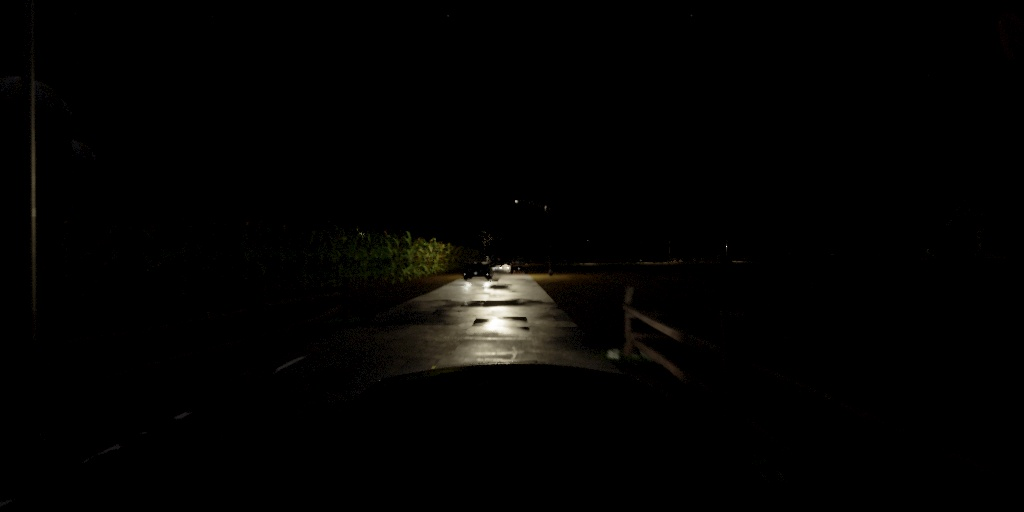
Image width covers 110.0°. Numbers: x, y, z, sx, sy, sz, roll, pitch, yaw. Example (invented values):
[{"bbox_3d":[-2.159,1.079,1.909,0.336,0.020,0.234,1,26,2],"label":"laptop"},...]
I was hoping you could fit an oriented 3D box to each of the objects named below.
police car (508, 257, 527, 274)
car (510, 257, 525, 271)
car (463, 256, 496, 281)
[{"bbox_3d":[0.816,1.276,44.015,1.930,1.638,5.238,0,0,0],"label":"police car"},{"bbox_3d":[0.814,1.129,53.938,2.150,2.045,5.566,0,0,0],"label":"car"},{"bbox_3d":[-2.852,1.019,31.008,2.150,2.045,5.566,0,0,0],"label":"car"}]
